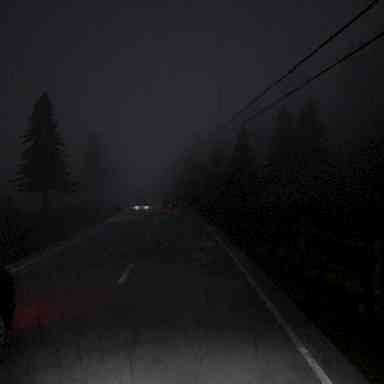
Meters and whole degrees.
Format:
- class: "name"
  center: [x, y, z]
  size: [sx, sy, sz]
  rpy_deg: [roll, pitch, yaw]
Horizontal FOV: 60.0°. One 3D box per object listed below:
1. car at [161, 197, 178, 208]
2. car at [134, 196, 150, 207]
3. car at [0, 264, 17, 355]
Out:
- class: "car"
  center: [-2.841, 1.296, 41.522]
  size: [1.895, 1.301, 4.718]
  rpy_deg: [0, 0, -8]
- class: "car"
  center: [-6.842, 1.216, 45.648]
  size: [2.033, 1.411, 5.357]
  rpy_deg: [0, 0, -8]
- class: "car"
  center: [-3.369, 1.473, 2.744]
  size: [2.128, 1.511, 4.902]
  rpy_deg: [0, 0, -1]
